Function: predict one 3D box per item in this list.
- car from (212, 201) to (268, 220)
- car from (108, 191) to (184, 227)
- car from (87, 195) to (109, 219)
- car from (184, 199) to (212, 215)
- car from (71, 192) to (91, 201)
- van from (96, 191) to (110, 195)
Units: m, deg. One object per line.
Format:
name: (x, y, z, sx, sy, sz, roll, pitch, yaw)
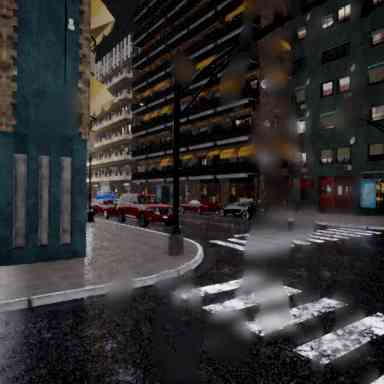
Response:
car: (3.837, 1.353, 25.384, 1.947, 1.339, 4.313, 2, 0, -36)
car: (-2.965, 1.034, 20.500, 2.192, 1.841, 5.009, 2, 0, -36)
car: (-6.240, 1.183, 25.010, 1.887, 1.381, 4.507, 2, 0, -36)
car: (0.568, 1.289, 29.895, 1.802, 1.307, 4.206, 2, 0, -36)
car: (-19.042, 0.770, 56.960, 1.887, 1.381, 4.507, 2, 0, -36)
van: (-12.501, 0.727, 47.939, 1.690, 1.788, 3.998, 2, 0, -36)
